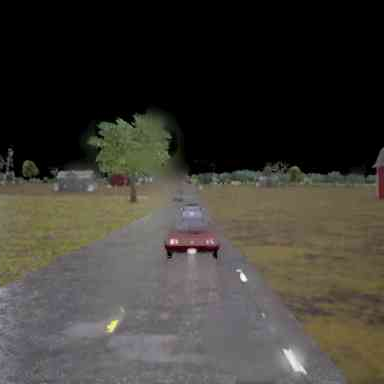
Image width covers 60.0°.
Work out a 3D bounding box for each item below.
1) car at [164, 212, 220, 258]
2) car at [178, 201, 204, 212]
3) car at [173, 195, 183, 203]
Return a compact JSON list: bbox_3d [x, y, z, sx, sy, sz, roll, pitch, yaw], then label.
[{"bbox_3d":[0.024,1.687,13.229,1.895,1.301,4.718,0,0,1],"label":"car"},{"bbox_3d":[0.021,1.713,27.510,2.033,1.411,5.357,0,0,0],"label":"car"},{"bbox_3d":[-2.735,1.334,65.651,2.033,1.411,5.357,0,1,0],"label":"car"}]
